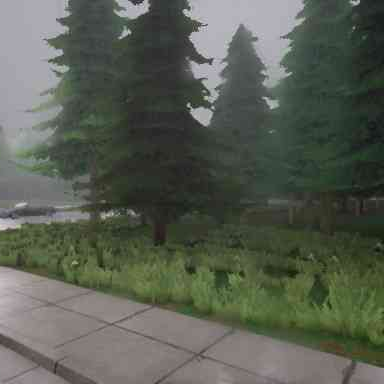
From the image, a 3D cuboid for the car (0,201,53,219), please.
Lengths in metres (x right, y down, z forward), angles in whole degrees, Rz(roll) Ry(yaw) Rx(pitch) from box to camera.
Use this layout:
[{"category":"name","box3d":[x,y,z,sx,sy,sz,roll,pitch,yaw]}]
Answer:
[{"category":"car","box3d":[-13.752,1.500,27.939,1.812,1.442,4.674,0,1,34]}]
